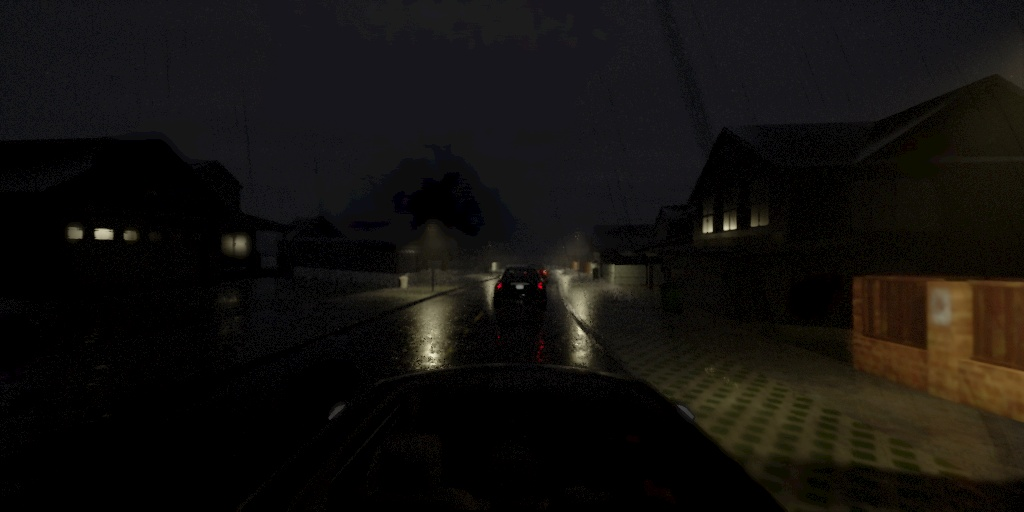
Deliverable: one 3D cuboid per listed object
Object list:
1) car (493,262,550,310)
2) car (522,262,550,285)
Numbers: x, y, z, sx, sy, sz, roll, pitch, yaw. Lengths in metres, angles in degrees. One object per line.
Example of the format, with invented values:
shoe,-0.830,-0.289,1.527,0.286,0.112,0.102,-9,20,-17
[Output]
car,0.450,1.231,15.752,2.097,1.767,4.553,0,-1,4
car,2.130,1.400,30.563,2.097,1.767,4.553,0,-1,8
